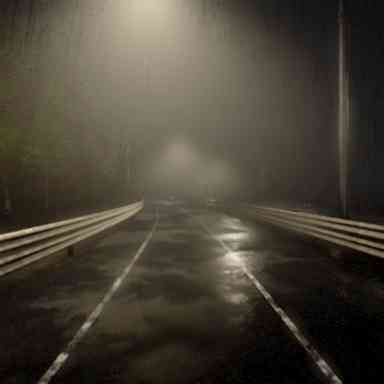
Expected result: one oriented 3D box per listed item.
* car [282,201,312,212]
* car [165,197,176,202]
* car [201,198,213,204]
[{"bbox_3d":[15.043,1.986,47.874,2.128,1.511,4.902,0,0,-25],"label":"car"},{"bbox_3d":[-5.948,2.037,92.619,2.128,1.511,4.902,0,0,-25],"label":"car"},{"bbox_3d":[3.144,2.082,73.238,1.994,1.385,4.181,0,0,-25],"label":"car"}]
